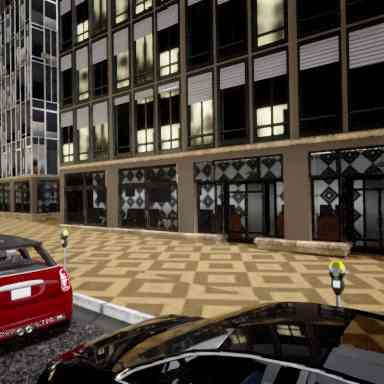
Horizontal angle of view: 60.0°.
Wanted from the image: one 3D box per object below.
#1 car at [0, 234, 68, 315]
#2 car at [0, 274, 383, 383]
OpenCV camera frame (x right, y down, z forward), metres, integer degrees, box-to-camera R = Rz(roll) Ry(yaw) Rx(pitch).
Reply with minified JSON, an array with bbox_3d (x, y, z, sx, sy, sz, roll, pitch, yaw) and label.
[{"bbox_3d":[-3.933,1.441,5.833,4.097,1.590,1.967,0,-1,37],"label":"car"},{"bbox_3d":[0.642,1.566,2.454,4.313,1.339,1.947,0,-1,36],"label":"car"}]
